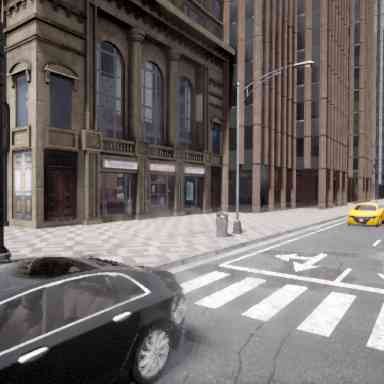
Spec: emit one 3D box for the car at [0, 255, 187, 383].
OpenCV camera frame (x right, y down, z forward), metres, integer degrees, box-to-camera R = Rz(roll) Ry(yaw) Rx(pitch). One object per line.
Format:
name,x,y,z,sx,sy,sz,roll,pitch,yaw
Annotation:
car,-1.976,1.531,3.273,1.837,1.490,4.892,1,0,35

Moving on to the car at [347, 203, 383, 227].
car,12.195,1.511,23.165,1.882,1.535,5.008,1,1,35
